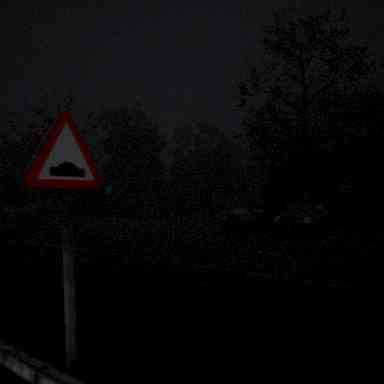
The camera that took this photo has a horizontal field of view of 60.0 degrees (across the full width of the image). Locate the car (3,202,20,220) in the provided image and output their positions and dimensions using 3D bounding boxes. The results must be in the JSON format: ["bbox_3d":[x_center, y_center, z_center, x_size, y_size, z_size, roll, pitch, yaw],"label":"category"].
[{"bbox_3d":[-15.696,1.981,33.795,1.946,1.575,5.366,-2,-1,35],"label":"car"}]

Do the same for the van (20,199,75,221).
[{"bbox_3d":[-13.590,1.680,31.946,1.878,1.987,4.442,-2,-1,35],"label":"van"}]

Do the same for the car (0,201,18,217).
[{"bbox_3d":[-17.872,2.061,35.325,1.946,1.575,5.366,-2,-1,35],"label":"car"}]

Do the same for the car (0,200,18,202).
[{"bbox_3d":[-22.676,2.007,38.441,2.435,2.045,5.566,-3,-2,35],"label":"car"}]

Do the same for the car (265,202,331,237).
[{"bbox_3d":[6.093,1.380,18.271,2.185,1.767,4.553,-1,0,35],"label":"car"}]

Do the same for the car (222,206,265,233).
[{"bbox_3d":[3.475,1.581,20.056,2.002,1.452,4.674,-1,0,35],"label":"car"}]
